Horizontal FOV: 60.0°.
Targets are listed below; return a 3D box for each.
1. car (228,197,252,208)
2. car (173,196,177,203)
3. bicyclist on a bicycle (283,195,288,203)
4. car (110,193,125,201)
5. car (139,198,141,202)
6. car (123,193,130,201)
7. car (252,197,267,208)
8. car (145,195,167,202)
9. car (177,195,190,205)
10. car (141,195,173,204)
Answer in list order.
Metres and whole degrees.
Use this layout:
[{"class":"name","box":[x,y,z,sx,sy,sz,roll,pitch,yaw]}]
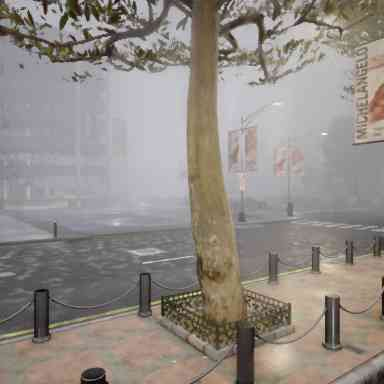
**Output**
[{"class":"car","box":[5.626,1.547,48.119,2.033,1.411,5.357,0,0,-36]},{"class":"car","box":[-3.275,1.491,64.969,4.902,1.511,2.128,0,0,44]},{"class":"bicyclist on a bicycle","box":[17.527,1.300,62.337,1.656,1.620,0.582,0,0,-36]},{"class":"car","box":[-18.867,1.545,77.822,4.718,1.301,1.895,0,0,11]},{"class":"car","box":[-9.589,1.524,74.201,4.674,1.442,1.812,0,0,26]},{"class":"car","box":[-17.935,1.165,81.196,5.566,2.045,2.150,0,0,11]},{"class":"car","box":[8.932,1.477,49.510,1.882,1.535,5.008,0,0,-37]},{"class":"car","box":[-8.377,1.525,77.501,4.902,1.511,2.128,0,0,26]},{"class":"car","box":[0.140,1.352,55.523,2.097,1.767,4.553,0,0,-38]},{"class":"car","box":[-6.685,1.547,63.376,5.357,1.411,2.033,0,0,41]}]
